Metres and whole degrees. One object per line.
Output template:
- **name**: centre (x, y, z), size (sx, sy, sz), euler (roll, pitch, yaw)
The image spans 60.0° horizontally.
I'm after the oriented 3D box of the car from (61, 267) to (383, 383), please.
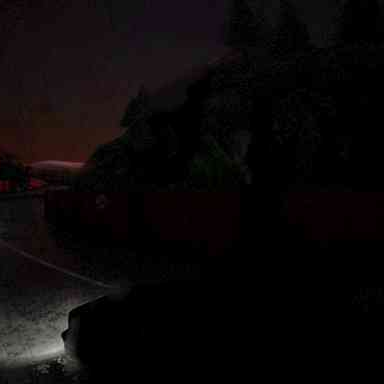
- **car**: centre (0.895, 1.557, 3.394), size (5.357, 1.411, 2.033), euler (0, 0, 37)
